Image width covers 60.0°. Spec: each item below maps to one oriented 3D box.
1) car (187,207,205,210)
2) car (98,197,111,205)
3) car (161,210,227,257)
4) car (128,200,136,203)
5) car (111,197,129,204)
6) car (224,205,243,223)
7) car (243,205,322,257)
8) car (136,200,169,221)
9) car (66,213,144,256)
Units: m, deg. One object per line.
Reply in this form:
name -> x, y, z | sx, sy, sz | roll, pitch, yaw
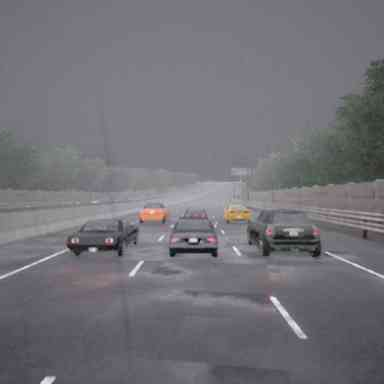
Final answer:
car -> 0.339, 1.959, 28.678 | 1.895, 1.301, 4.718 | 0, -1, 1
car -> -18.782, 2.208, 73.260 | 2.150, 2.045, 5.566 | 0, -1, 3
car -> 0.073, 1.698, 13.673 | 2.033, 1.411, 5.357 | 0, -1, 1
car -> -11.796, 2.524, 72.818 | 2.033, 1.411, 5.357 | 0, -1, 3
car -> -15.290, 2.209, 73.026 | 2.150, 2.045, 5.566 | 0, -1, 3
car -> 3.853, 1.842, 28.979 | 1.882, 1.535, 5.008 | 0, -1, 2
car -> 3.576, 1.502, 13.718 | 2.097, 1.767, 4.553 | 0, -1, 1
car -> -3.159, 1.707, 28.732 | 2.097, 1.767, 4.553 | 0, -1, 1
car -> -3.425, 1.752, 13.830 | 1.895, 1.301, 4.718 | 0, -1, 1
